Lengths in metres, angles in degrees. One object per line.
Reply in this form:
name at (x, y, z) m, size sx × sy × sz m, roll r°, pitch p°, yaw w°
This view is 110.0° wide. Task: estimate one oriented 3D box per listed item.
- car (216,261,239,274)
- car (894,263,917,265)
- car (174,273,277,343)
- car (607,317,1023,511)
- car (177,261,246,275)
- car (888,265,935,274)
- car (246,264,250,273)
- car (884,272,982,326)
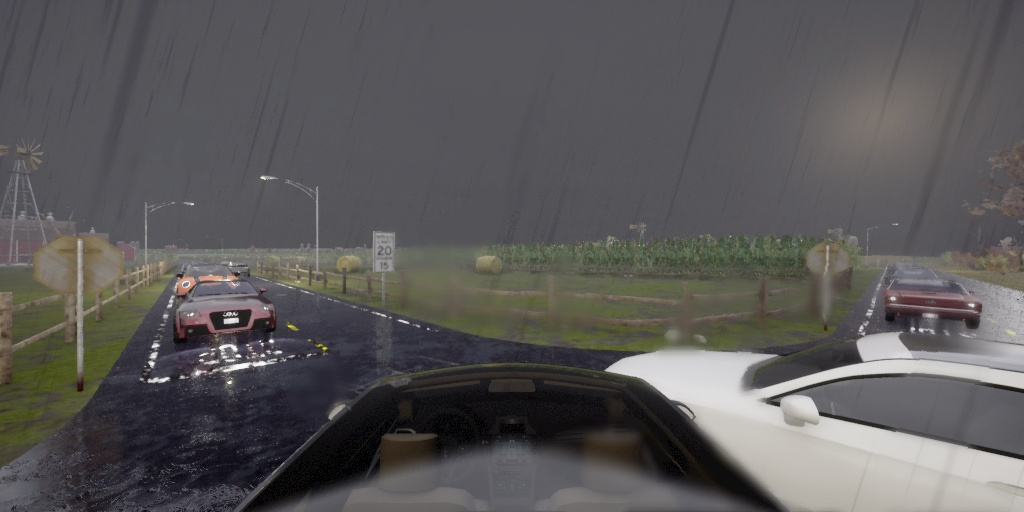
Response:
car at (-34.066, 1.323, 42.920) m, size 1.837 × 1.490 × 4.892 m, roll 0°, pitch 0°, yaw -42°
car at (27.146, 1.401, 24.563) m, size 4.181 × 1.385 × 1.994 m, roll 0°, pitch 1°, yaw -43°
car at (-8.022, 1.359, 9.970) m, size 1.994 × 1.385 × 4.181 m, roll 0°, pitch 0°, yaw -43°
car at (2.822, 1.293, 2.475) m, size 1.812 × 1.442 × 4.674 m, roll 0°, pitch 1°, yaw -44°
car at (-13.853, 1.147, 16.404) m, size 2.097 × 1.767 × 4.553 m, roll 0°, pitch 0°, yaw -42°
car at (20.445, 1.363, 18.251) m, size 5.357 × 1.411 × 2.033 m, roll 0°, pitch 1°, yaw -43°
car at (-27.281, 1.298, 35.519) m, size 2.128 × 1.511 × 4.902 m, roll 0°, pitch 0°, yaw -42°
car at (13.423, 1.397, 11.627) m, size 4.718 × 1.301 × 1.895 m, roll 0°, pitch 1°, yaw -44°
